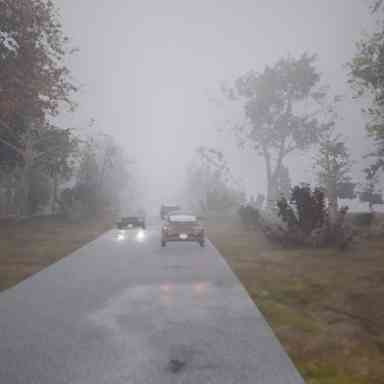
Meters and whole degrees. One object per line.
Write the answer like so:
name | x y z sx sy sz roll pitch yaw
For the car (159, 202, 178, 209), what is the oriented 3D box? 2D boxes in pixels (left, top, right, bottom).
car | -2.243 1.757 33.146 1.882 1.535 5.008 0 -1 -7

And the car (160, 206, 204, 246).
car | -0.475 1.592 15.462 1.812 1.442 4.674 0 0 -3

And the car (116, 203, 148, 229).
car | -4.013 1.678 22.944 2.033 1.411 5.357 0 -1 -5

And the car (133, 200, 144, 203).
car | -10.383 2.302 64.538 2.097 1.767 4.553 0 -2 -10
